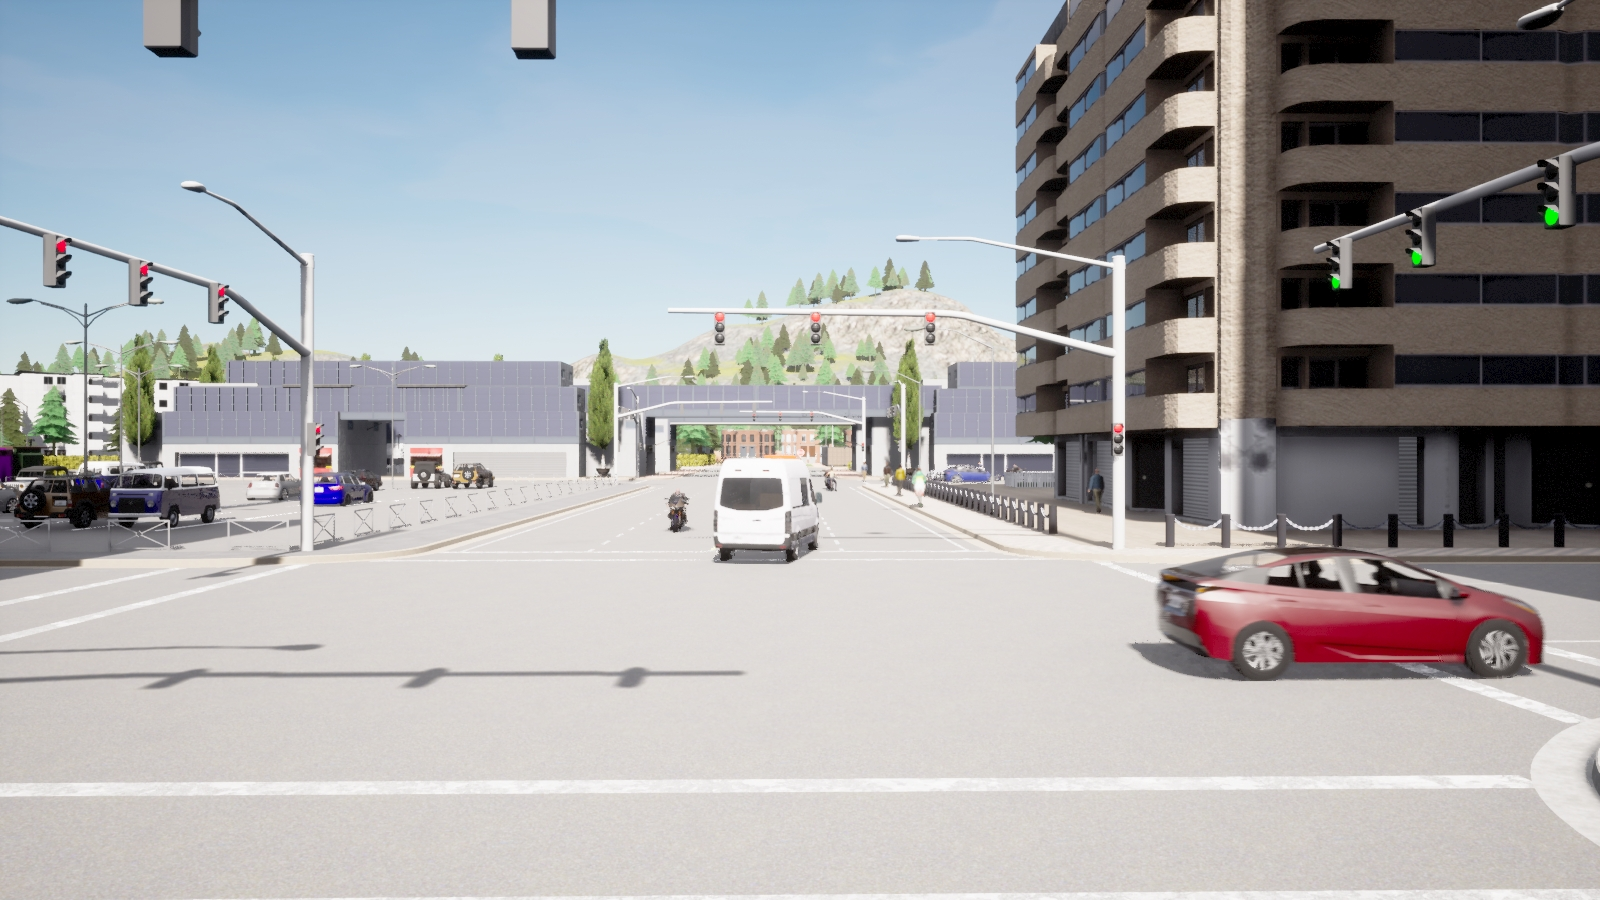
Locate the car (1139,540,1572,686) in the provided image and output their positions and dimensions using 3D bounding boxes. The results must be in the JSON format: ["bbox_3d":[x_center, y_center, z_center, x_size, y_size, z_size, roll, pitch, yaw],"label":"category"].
[{"bbox_3d":[6.875,2.001,14.500,4.514,1.525,2.007,0,0,-2],"label":"car"}]

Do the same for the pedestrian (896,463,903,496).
[{"bbox_3d":[5.678,1.695,65.268,0.375,1.860,0.375,0,0,-2],"label":"pedestrian"}]

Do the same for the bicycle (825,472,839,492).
[{"bbox_3d":[2.134,2.158,77.288,0.859,1.276,1.487,0,0,-1],"label":"bicycle"}]

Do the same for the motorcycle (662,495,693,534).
[{"bbox_3d":[-4.213,2.205,39.441,0.867,1.251,2.209,0,0,-1],"label":"motorcycle"}]

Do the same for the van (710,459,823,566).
[{"bbox_3d":[-0.763,1.524,30.527,1.988,2.561,5.915,1,0,9],"label":"van"}]

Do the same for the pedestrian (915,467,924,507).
[{"bbox_3d":[5.529,1.695,52.728,0.375,1.860,0.375,0,0,-2],"label":"pedestrian"}]

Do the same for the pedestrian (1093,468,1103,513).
[{"bbox_3d":[12.246,1.656,46.981,0.375,1.860,0.375,0,0,8],"label":"pedestrian"}]
